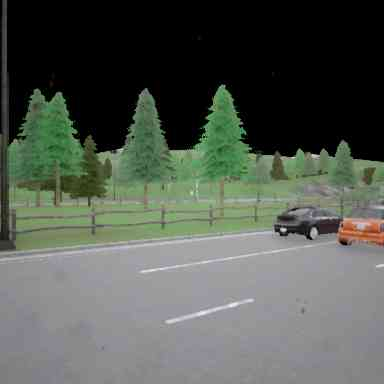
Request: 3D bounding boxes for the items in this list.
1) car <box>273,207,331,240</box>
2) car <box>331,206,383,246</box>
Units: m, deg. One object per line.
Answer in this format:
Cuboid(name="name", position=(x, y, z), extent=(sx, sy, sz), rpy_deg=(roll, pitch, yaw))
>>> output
Cuboid(name="car", position=(6.236, 1.513, 16.916), extent=(4.892, 1.490, 1.837), rpy_deg=(0, 0, -35))
Cuboid(name="car", position=(8.244, 1.363, 14.049), extent=(4.553, 1.767, 2.097), rpy_deg=(0, 0, -35))
